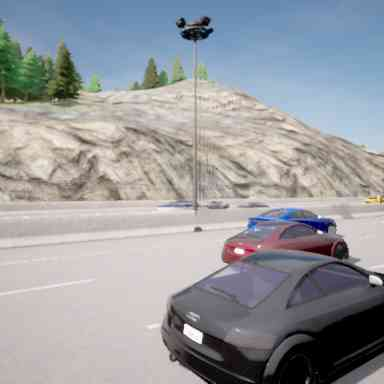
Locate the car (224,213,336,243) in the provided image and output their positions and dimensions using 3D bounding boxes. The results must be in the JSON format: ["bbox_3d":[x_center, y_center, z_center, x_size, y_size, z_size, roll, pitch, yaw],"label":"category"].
[{"bbox_3d":[2.910,1.566,10.119,4.181,1.385,1.994,0,0,-35],"label":"car"}]

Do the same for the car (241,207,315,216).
[{"bbox_3d":[4.834,1.480,15.790,5.008,1.535,1.882,0,0,-35],"label":"car"}]

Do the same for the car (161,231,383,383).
[{"bbox_3d":[1.643,1.565,4.916,4.181,1.385,1.994,0,0,-35],"label":"car"}]

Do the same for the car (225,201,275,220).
[{"bbox_3d":[5.104,1.568,29.119,4.181,1.385,1.994,0,0,-35],"label":"car"}]

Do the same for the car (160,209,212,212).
[{"bbox_3d":[-0.938,1.605,29.112,4.718,1.301,1.895,0,0,-35],"label":"car"}]
